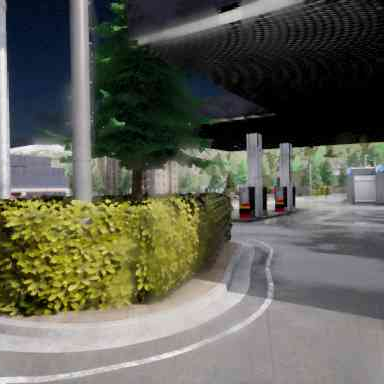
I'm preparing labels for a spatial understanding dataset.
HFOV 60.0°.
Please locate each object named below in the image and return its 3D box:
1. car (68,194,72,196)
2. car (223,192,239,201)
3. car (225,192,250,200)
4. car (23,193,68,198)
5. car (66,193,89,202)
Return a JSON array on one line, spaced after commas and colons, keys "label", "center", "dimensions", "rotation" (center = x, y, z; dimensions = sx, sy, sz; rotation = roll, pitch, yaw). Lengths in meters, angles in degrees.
[{"label": "car", "center": [-24.271, 1.124, 63.885], "dimensions": [3.866, 1.878, 1.905], "rotation": [-1, 1, 35]}, {"label": "car", "center": [7.405, 0.851, 63.928], "dimensions": [5.027, 1.636, 2.152], "rotation": [-1, 1, 35]}, {"label": "car", "center": [9.177, 0.812, 66.517], "dimensions": [4.514, 1.523, 2.007], "rotation": [-1, 1, 35]}, {"label": "car", "center": [-14.795, 1.183, 33.599], "dimensions": [3.866, 1.878, 1.905], "rotation": [-1, 1, 35]}, {"label": "car", "center": [-22.926, 1.103, 66.494], "dimensions": [4.605, 1.855, 1.932], "rotation": [-1, 1, 35]}]
